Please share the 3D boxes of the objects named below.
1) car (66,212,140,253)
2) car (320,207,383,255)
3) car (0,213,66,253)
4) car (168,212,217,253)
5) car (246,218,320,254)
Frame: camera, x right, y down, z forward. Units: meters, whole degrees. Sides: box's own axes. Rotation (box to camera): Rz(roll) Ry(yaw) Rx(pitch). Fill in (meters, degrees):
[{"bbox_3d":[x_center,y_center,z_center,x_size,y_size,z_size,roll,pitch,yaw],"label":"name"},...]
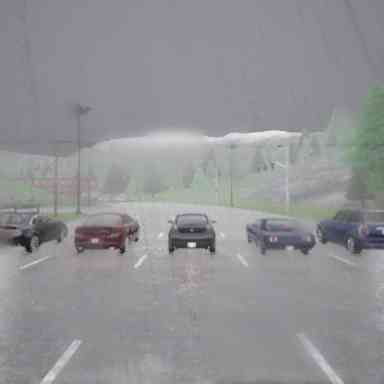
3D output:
[{"bbox_3d":[-3.497,1.618,14.482,1.882,1.535,5.008,0,0,0],"label":"car"},{"bbox_3d":[7.000,1.486,14.092,2.097,1.767,4.553,0,-1,0],"label":"car"},{"bbox_3d":[-6.998,1.631,14.302,2.128,1.511,4.902,0,0,0],"label":"car"},{"bbox_3d":[0.002,1.646,14.319,1.837,1.490,4.892,0,0,0],"label":"car"},{"bbox_3d":[3.500,1.737,14.111,1.895,1.301,4.718,0,-1,0],"label":"car"}]
